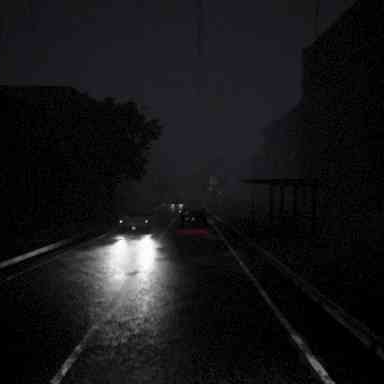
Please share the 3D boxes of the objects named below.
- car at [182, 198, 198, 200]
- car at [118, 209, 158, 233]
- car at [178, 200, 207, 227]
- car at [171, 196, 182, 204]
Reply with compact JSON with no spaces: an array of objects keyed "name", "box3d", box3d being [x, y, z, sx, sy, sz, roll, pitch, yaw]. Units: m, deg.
[{"name":"car","box3d":[0.129,1.637,41.691,2.128,1.511,4.902,0,0,0]},{"name":"car","box3d":[-3.275,1.746,20.906,1.895,1.301,4.718,0,0,0]},{"name":"car","box3d":[0.093,1.637,24.370,1.882,1.535,5.008,0,0,0]},{"name":"car","box3d":[-2.877,1.526,63.654,1.837,1.490,4.892,0,1,1]}]
